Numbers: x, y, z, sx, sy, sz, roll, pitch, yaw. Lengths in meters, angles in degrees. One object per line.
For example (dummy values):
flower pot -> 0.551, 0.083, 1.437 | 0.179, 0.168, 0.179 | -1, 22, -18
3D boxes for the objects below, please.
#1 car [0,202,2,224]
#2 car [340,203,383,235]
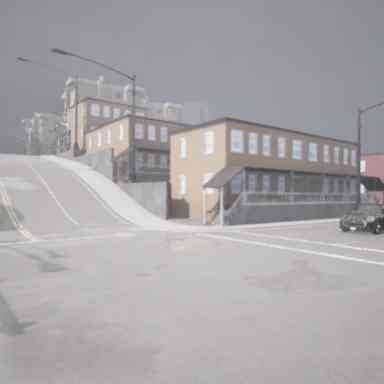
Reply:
car -> -13.322, 0.803, 21.002 | 1.882, 1.535, 5.008 | 1, 15, -37
car -> 11.134, 1.547, 20.520 | 4.553, 1.767, 2.097 | 1, 0, -35
